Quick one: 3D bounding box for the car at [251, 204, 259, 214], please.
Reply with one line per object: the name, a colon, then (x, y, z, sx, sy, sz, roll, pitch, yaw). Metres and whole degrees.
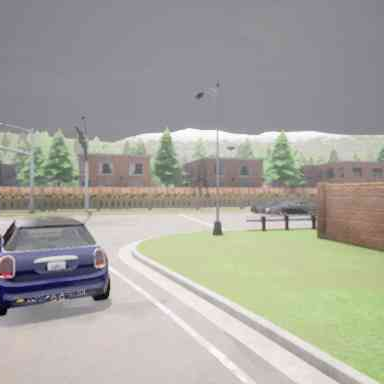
car: (8.086, 1.553, 33.629, 4.181, 1.385, 1.994, 0, 0, -15)

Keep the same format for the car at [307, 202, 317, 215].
car: (11.293, 1.541, 23.618, 5.357, 1.411, 2.033, 0, 0, -15)

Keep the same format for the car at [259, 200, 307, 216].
car: (9.036, 1.483, 30.258, 4.902, 1.511, 2.128, 0, 0, -15)

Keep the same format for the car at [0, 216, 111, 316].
car: (-3.490, 1.348, 7.850, 2.097, 1.767, 4.553, 0, 0, -30)
